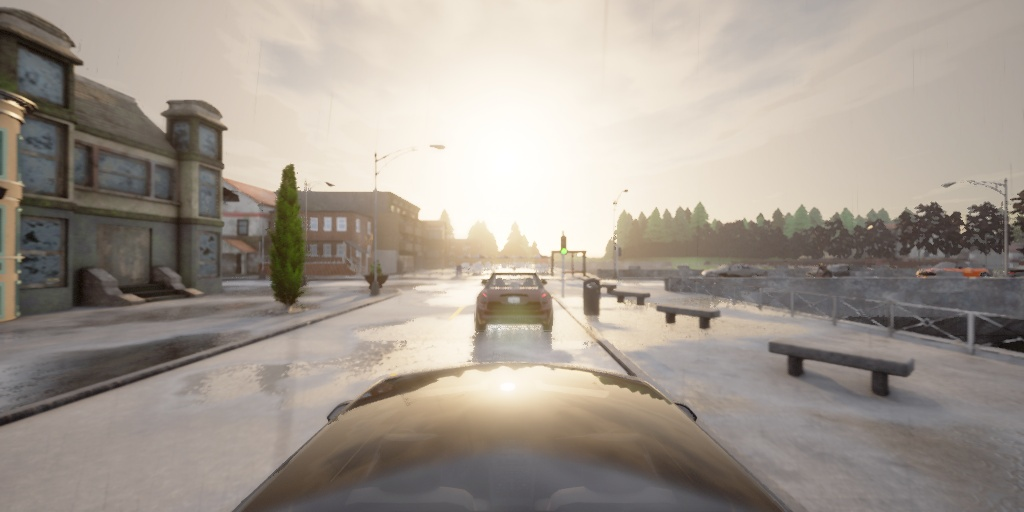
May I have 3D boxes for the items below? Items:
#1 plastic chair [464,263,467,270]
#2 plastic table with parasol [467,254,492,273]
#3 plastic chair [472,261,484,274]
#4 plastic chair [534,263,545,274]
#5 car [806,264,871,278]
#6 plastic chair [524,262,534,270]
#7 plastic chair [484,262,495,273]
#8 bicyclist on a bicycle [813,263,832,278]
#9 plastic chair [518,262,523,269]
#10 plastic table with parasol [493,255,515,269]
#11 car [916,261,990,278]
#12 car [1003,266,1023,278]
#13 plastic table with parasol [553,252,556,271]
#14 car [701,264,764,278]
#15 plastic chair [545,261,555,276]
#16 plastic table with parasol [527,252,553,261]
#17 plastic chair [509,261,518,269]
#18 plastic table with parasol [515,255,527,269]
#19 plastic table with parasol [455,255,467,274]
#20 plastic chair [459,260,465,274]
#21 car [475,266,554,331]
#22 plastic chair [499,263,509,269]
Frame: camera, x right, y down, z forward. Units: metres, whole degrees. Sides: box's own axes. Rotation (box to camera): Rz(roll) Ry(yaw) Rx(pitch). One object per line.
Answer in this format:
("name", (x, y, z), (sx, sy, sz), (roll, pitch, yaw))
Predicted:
("plastic chair", (-5.529, 1.615, 47.171), (0.730, 1.272, 0.750), (0, 0, 0))
("plastic table with parasol", (-4.209, 1.011, 47.090), (2.482, 2.480, 2.482), (0, 0, 0))
("plastic chair", (-4.330, 1.606, 45.870), (0.750, 1.272, 0.730), (0, 0, 0))
("plastic chair", (3.470, 1.600, 45.065), (0.750, 1.272, 0.730), (0, 0, 0))
("car", (28.448, 1.474, 31.254), (4.892, 1.490, 1.837), (0, 0, 0))
("plastic chair", (2.271, 1.610, 46.366), (0.730, 1.272, 0.750), (0, 0, 0))
("plastic chair", (-2.929, 1.614, 46.969), (0.730, 1.272, 0.750), (0, 0, 0))
("bicyclist on a bicycle", (19.826, 1.256, 22.866), (0.582, 1.620, 1.656), (0, -1, 0))
("plastic chair", (1.084, 1.714, 60.498), (0.750, 1.272, 0.730), (0, 0, -1))
("plastic table with parasol", (-1.174, 1.062, 54.068), (2.482, 2.480, 2.482), (0, 0, 0))
("car", (38.261, 1.322, 31.234), (4.553, 1.767, 2.097), (0, 0, 0))
("car", (40.445, 1.445, 27.140), (4.892, 1.490, 1.837), (0, 0, 0))
("plastic table with parasol", (5.026, 1.069, 54.964), (2.482, 2.480, 2.482), (0, 0, 0))
("car", (19.150, 1.461, 31.264), (4.902, 1.511, 2.128), (0, 0, 0))
("plastic chair", (4.871, 1.608, 46.164), (0.730, 1.272, 0.750), (0, 0, 0))
("plastic table with parasol", (3.611, 1.005, 46.335), (2.482, 2.480, 2.482), (0, 0, 0))
("plastic chair", (0.176, 1.666, 53.967), (0.730, 1.272, 0.750), (0, 0, 0))
("plastic table with parasol", (1.201, 1.119, 61.676), (2.482, 2.480, 2.482), (0, 0, 0))
("plastic table with parasol", (-7.094, 1.059, 53.682), (2.482, 2.480, 2.482), (0, 0, 0))
("plastic chair", (-7.021, 1.655, 52.503), (0.750, 1.272, 0.730), (0, 0, -1))
("car", (0.074, 1.173, 11.371), (2.097, 1.767, 4.553), (0, 0, 0))
("plastic chair", (-1.225, 1.657, 52.868), (0.750, 1.272, 0.730), (0, 0, 0))
